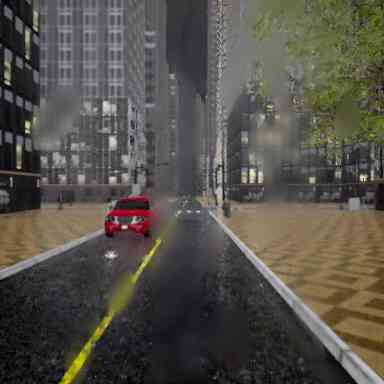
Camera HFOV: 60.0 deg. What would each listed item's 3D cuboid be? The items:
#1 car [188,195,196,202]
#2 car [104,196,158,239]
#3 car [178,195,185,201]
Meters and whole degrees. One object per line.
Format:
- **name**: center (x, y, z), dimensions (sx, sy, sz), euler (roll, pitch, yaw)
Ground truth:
- **car**: center (-0.027, 1.840, 86.049), dimensions (1.812, 1.442, 4.674), euler (0, 0, 0)
- **car**: center (-3.104, 1.275, 18.092), dimensions (2.150, 2.045, 5.566), euler (0, 0, 0)
- **car**: center (-3.030, 1.721, 94.381), dimensions (2.128, 1.511, 4.902), euler (0, 0, 0)
